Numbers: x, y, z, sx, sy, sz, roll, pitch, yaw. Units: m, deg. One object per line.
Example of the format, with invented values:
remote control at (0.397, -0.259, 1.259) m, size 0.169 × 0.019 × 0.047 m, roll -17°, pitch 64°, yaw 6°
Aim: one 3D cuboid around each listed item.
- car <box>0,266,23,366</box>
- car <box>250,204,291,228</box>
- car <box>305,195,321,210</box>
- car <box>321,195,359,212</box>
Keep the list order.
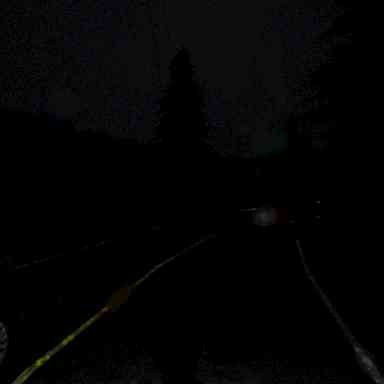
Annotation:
car at (-3.349, 1.477, 2.635) m, size 2.128 × 1.511 × 4.902 m, roll 0°, pitch 0°, yaw 3°
car at (5.221, 1.476, 21.934) m, size 1.994 × 1.385 × 4.181 m, roll 0°, pitch 0°, yaw 25°
car at (15.837, 1.193, 40.767) m, size 4.553 × 1.767 × 2.097 m, roll 0°, pitch 0°, yaw -37°
car at (16.617, 1.211, 36.626) m, size 4.553 × 1.767 × 2.097 m, roll 0°, pitch 0°, yaw -42°
